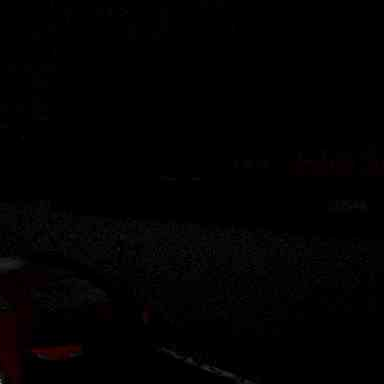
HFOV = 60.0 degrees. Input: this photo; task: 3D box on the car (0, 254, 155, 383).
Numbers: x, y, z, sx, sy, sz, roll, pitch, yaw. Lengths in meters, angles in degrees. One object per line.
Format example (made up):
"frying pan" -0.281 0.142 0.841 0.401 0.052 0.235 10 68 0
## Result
"car" -2.366 1.522 4.502 4.206 1.307 1.802 1 1 36
